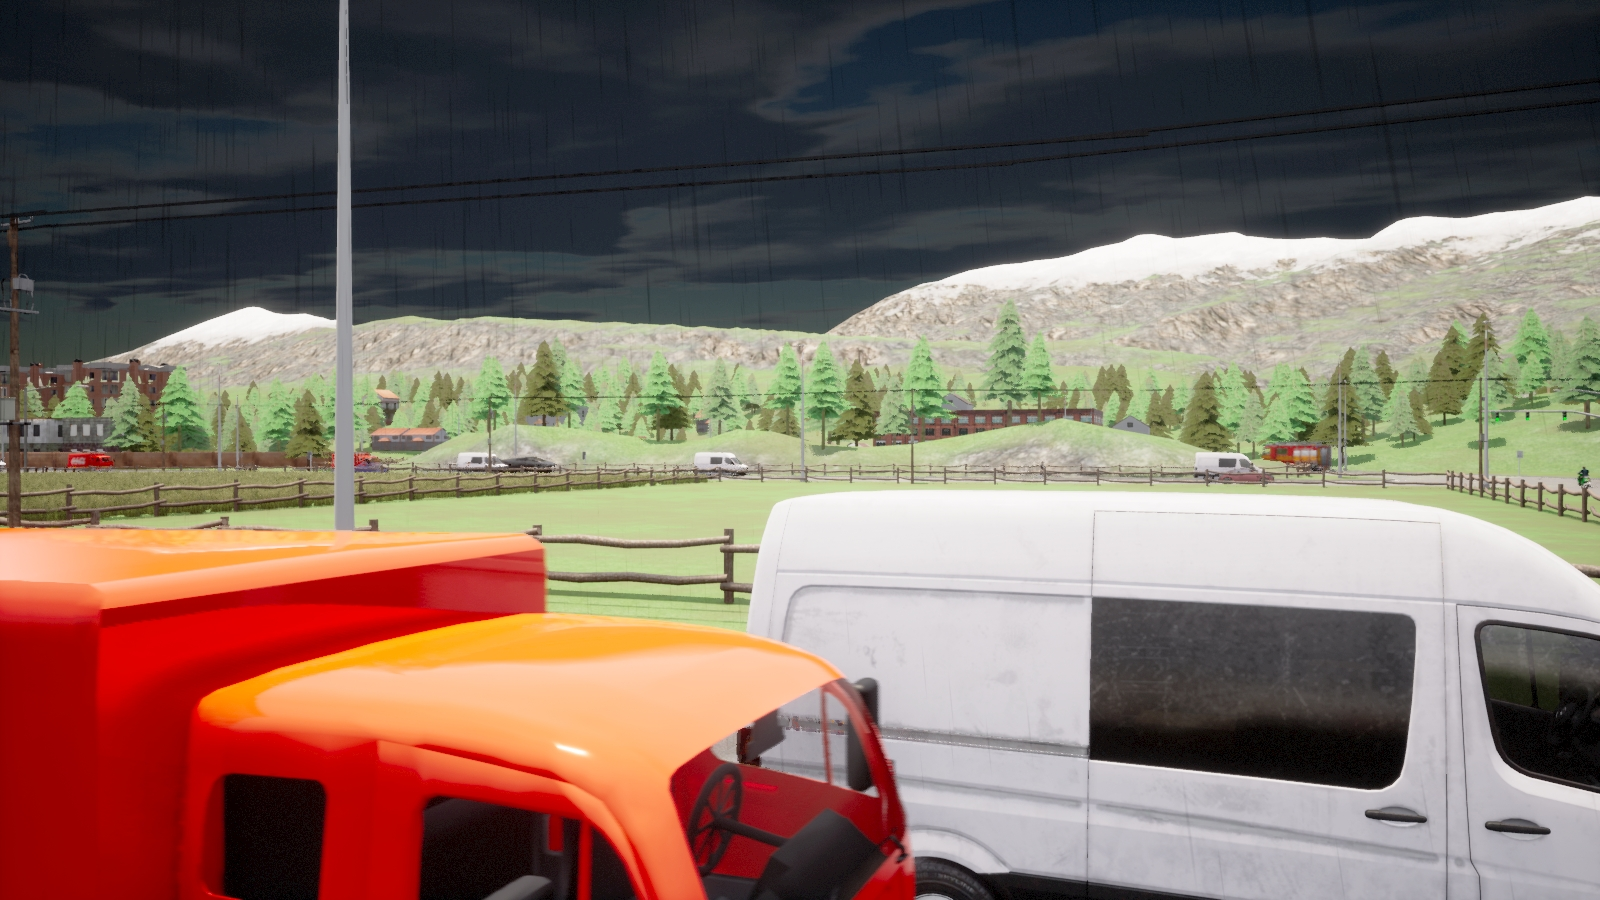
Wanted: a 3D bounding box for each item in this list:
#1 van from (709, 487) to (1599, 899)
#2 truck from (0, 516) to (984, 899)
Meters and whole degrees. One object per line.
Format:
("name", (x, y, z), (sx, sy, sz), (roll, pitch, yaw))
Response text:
("van", (2.633, 1.535, 6.060), (5.915, 2.561, 1.988), (0, 0, 20))
("truck", (-2.181, 1.578, 4.230), (5.204, 2.467, 2.627), (-1, 0, 22))
